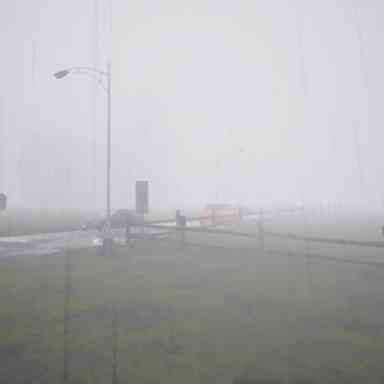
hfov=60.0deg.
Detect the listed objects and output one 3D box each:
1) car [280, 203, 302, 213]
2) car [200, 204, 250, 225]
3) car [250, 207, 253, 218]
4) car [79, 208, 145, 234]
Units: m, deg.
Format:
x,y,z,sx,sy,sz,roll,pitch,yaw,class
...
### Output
x,y,z,sx,sy,sz,roll,pitch,yaw,class
14.859,2.365,49.381,2.033,1.411,5.357,-1,-1,36,car
2.580,1.743,27.314,2.097,1.767,4.553,-1,-1,36,car
4.823,2.037,35.504,2.128,1.511,4.902,-1,-1,36,car
-5.065,1.800,21.680,1.812,1.442,4.674,-1,-1,36,car
